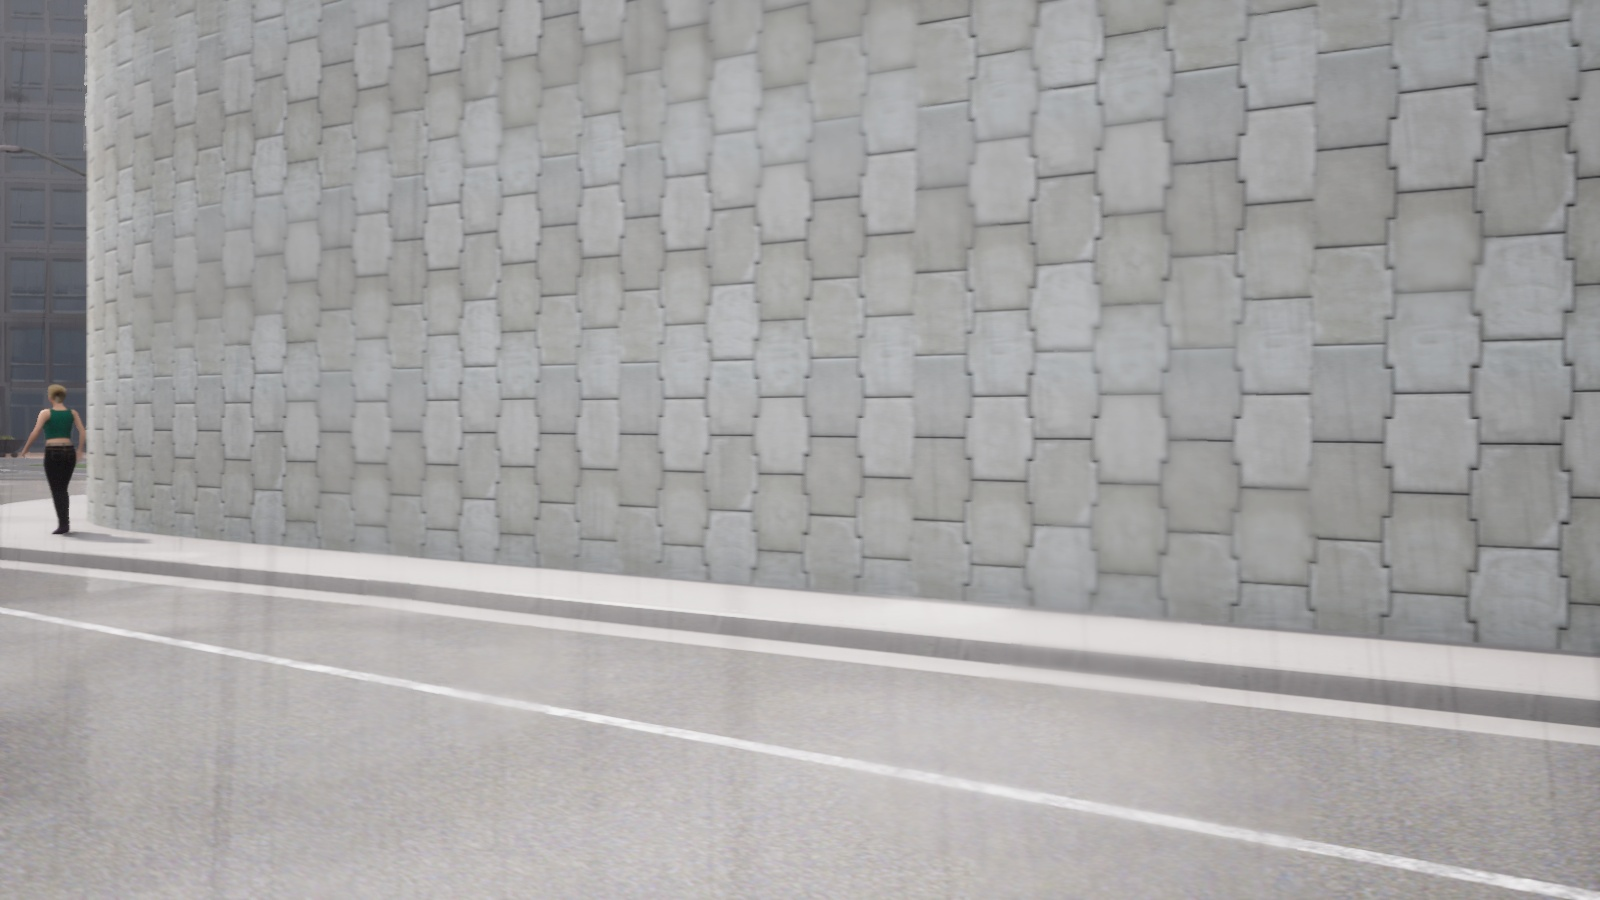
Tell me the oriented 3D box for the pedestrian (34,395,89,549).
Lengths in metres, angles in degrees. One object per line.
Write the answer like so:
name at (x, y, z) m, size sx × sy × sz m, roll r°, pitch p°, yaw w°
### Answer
pedestrian at (-9.000, 0.259, 15.307) m, size 0.594 × 1.836 × 0.345 m, roll 0°, pitch 1°, yaw 37°
